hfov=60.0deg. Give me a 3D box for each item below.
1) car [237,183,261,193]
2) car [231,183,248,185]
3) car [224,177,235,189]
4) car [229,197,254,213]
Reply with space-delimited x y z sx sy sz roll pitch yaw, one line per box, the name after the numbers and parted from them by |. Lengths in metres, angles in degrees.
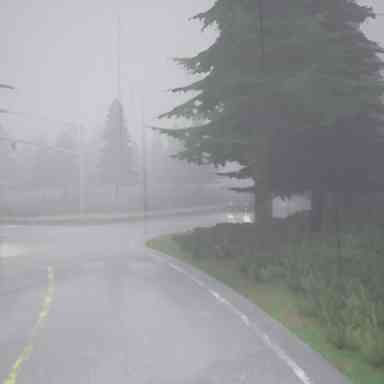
9.585 -0.732 56.205 1.837 1.490 4.892 0 4 -18 | car
6.687 -0.808 54.270 2.097 1.767 4.553 0 4 -20 | car
7.481 -1.898 66.808 2.150 2.045 5.566 0 5 6 | car
5.301 0.995 32.205 2.097 1.767 4.553 -1 3 33 | car
